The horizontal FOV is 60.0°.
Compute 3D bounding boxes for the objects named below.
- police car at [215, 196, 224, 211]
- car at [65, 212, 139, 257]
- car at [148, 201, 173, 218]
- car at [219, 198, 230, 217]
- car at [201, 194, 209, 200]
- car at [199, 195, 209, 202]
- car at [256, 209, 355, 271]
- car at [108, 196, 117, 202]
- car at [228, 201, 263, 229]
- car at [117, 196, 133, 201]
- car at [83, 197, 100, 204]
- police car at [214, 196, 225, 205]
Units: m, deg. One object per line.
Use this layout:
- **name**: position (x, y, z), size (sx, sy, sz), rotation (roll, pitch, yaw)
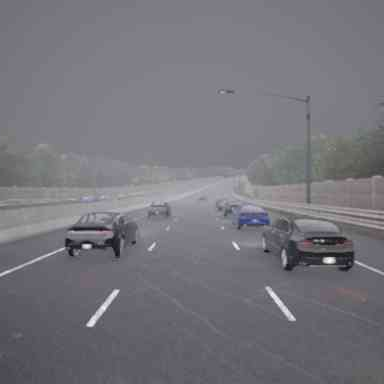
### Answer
- **police car**: position (4.370, 1.690, 43.669), size (2.038, 1.542, 4.974), rotation (0, 0, 2)
- **car**: position (-3.299, 1.512, 12.947), size (2.128, 1.511, 4.902), rotation (0, 0, 1)
- **car**: position (-2.934, 1.600, 31.192), size (2.128, 1.511, 4.902), rotation (0, 0, 2)
- **car**: position (4.000, 1.633, 32.782), size (1.837, 1.490, 4.892), rotation (0, 0, 2)
- **car**: position (3.819, 1.426, 93.624), size (2.033, 1.411, 5.357), rotation (0, 1, 5)
- **car**: position (2.508, 1.455, 75.978), size (1.837, 1.490, 4.892), rotation (0, 0, 4)
- **car**: position (3.565, 1.524, 10.992), size (1.837, 1.490, 4.892), rotation (0, 0, 1)
- **car**: position (-15.514, 1.637, 67.305), size (1.837, 1.490, 4.892), rotation (0, 0, 3)
- **car**: position (3.732, 1.542, 21.888), size (1.882, 1.535, 5.008), rotation (0, 0, 1)
- **car**: position (-12.248, 1.762, 63.278), size (1.895, 1.301, 4.718), rotation (0, 0, 3)
- **car**: position (-19.227, 1.623, 63.676), size (1.882, 1.535, 5.008), rotation (0, 0, 3)
- **police car**: position (5.417, 1.619, 65.536), size (1.930, 1.638, 5.238), rotation (0, 0, 3)
